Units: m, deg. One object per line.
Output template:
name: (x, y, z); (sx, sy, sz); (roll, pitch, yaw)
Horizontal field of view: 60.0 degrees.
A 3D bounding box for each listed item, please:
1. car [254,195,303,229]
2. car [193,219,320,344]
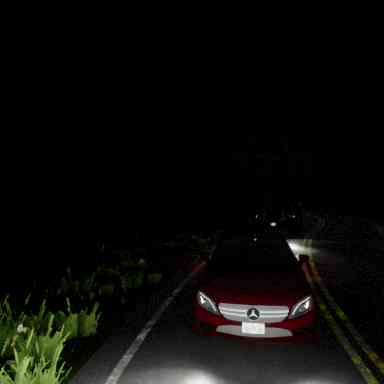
car: (4.999, 1.214, 18.842); (2.150, 2.045, 5.566); (-2, -1, 22)
car: (1.229, 1.534, 6.669); (1.812, 1.442, 4.674); (-1, 0, 11)
